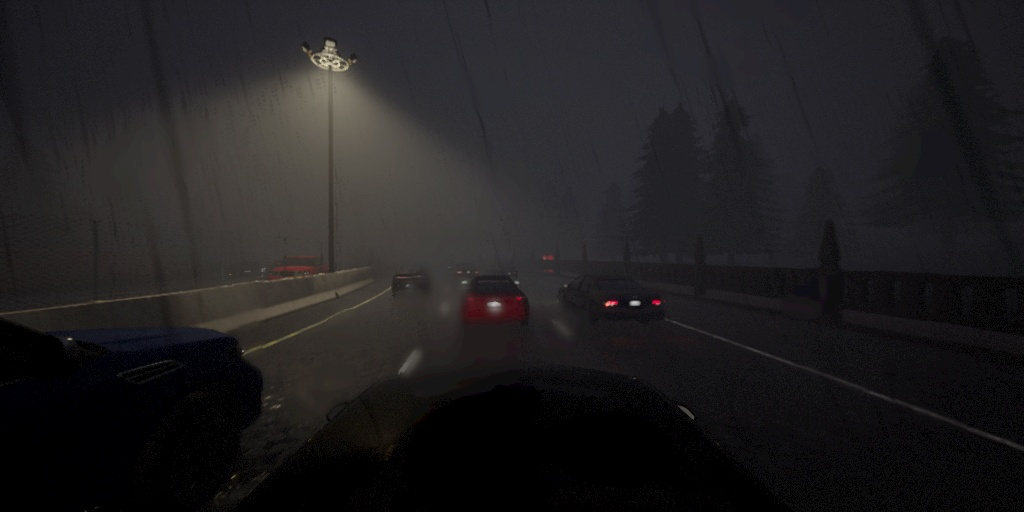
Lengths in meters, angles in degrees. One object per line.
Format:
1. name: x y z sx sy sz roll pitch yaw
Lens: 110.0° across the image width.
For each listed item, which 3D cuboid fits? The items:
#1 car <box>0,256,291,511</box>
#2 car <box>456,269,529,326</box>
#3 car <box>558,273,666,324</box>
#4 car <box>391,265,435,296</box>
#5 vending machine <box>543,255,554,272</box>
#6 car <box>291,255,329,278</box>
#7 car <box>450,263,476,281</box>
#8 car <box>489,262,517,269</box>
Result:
1. car: -3.499 0.985 1.083 2.150 2.045 5.566 0 0 0
2. car: -0.639 1.300 11.702 1.994 1.385 4.181 0 0 -6
3. car: 2.937 1.271 11.792 2.033 1.411 5.357 0 0 -6
4. car: -5.269 1.232 19.340 2.128 1.511 4.902 0 0 -10
5. vending machine: 4.184 0.868 41.231 1.100 2.100 0.880 0 0 -20
6. car: -13.258 0.985 22.699 2.150 2.045 5.566 0 0 -14
7. car: -3.981 1.268 29.485 2.033 1.411 5.357 0 0 -16
8. car: -0.846 1.232 31.039 1.812 1.442 4.674 0 0 -16
